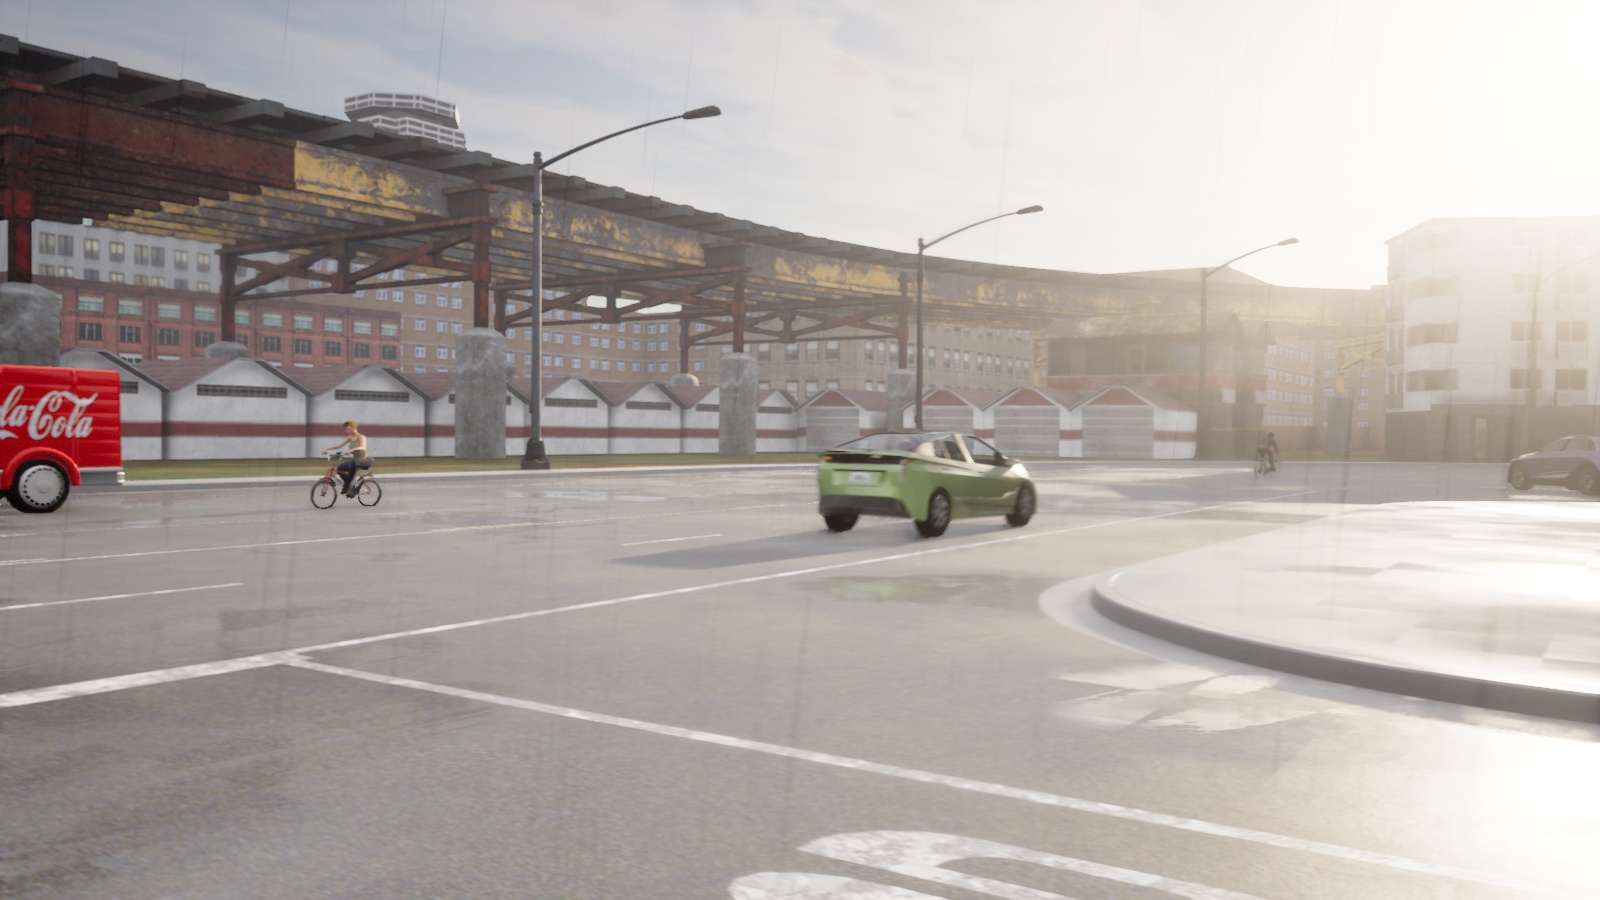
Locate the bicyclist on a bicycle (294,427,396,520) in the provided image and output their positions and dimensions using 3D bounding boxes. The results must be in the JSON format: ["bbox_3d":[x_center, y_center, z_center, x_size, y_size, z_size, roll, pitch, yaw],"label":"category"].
[{"bbox_3d":[-8.215,0.397,22.721,0.866,1.612,1.509,0,1,34],"label":"bicyclist on a bicycle"}]

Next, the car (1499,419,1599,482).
[{"bbox_3d":[21.898,-0.016,34.897,2.033,1.649,4.856,0,1,-3],"label":"car"}]

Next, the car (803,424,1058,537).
[{"bbox_3d":[2.142,0.379,19.355,2.007,1.525,4.514,0,1,34],"label":"car"}]

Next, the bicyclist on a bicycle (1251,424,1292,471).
[{"bbox_3d":[16.530,-0.086,44.057,1.656,1.620,0.582,-1,1,-39],"label":"bicyclist on a bicycle"}]

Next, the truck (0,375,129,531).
[{"bbox_3d":[-14.120,0.056,20.204,2.627,2.467,5.204,0,1,34],"label":"truck"}]
